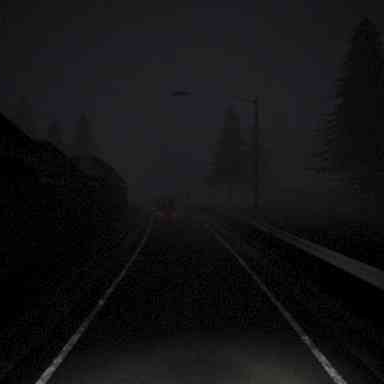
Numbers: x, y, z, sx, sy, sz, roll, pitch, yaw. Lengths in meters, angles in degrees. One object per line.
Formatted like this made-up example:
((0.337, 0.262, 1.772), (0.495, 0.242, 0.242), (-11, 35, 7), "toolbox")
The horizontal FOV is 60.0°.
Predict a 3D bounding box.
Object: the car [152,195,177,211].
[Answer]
((-3.054, 1.160, 37.946), (2.097, 1.767, 4.553), (0, 0, -11), "car")

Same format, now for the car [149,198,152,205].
((-5.007, 1.283, 48.071), (1.812, 1.442, 4.674), (0, 0, -13), "car")
